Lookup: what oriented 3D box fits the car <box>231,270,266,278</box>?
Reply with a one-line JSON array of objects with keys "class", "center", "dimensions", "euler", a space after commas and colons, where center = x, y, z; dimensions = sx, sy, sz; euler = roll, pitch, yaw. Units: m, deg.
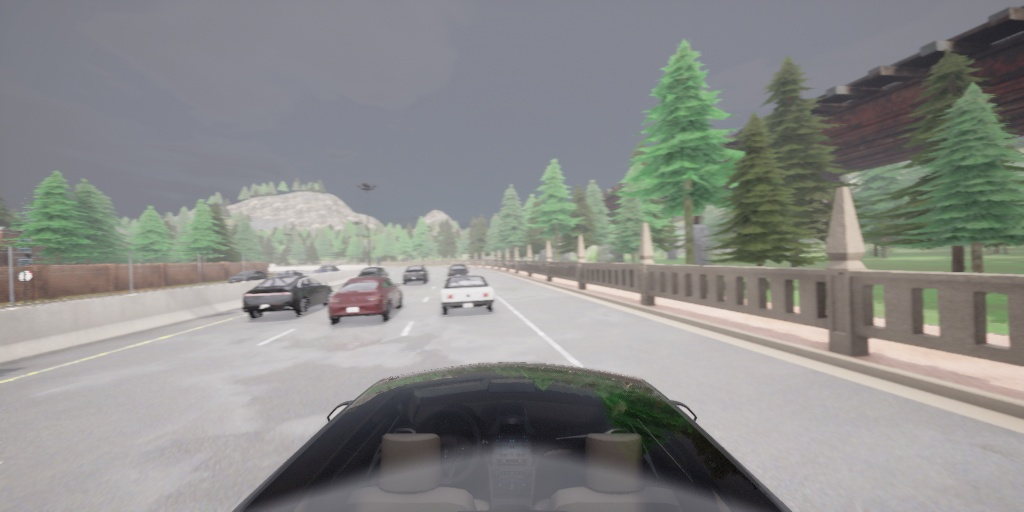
[{"class": "car", "center": [-27.119, 2.253, 37.079], "dimensions": [1.837, 1.490, 4.892], "euler": [-2, 0, -10]}]

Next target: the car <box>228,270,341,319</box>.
[{"class": "car", "center": [-9.016, 1.573, 14.863], "dimensions": [2.128, 1.511, 4.902], "euler": [-2, 0, -9]}]

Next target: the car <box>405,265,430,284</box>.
[{"class": "car", "center": [-8.041, 1.536, 30.340], "dimensions": [2.128, 1.511, 4.902], "euler": [-2, 0, -9]}]

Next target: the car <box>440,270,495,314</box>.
[{"class": "car", "center": [-1.861, 1.418, 14.481], "dimensions": [1.895, 1.301, 4.718], "euler": [-2, 0, -9]}]

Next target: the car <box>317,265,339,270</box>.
[{"class": "car", "center": [-20.478, 1.855, 39.598], "dimensions": [2.097, 1.767, 4.553], "euler": [-2, 0, -10]}]

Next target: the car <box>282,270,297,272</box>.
[{"class": "car", "center": [-23.779, 2.189, 38.273], "dimensions": [1.994, 1.385, 4.181], "euler": [-2, 0, -10]}]

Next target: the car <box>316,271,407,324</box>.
[{"class": "car", "center": [-5.181, 1.466, 13.082], "dimensions": [1.812, 1.442, 4.674], "euler": [-2, 0, -9]}]

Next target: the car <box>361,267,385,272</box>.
[{"class": "car", "center": [-11.542, 1.678, 30.079], "dimensions": [1.837, 1.490, 4.892], "euler": [-2, 0, -9]}]

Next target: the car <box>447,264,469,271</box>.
[{"class": "car", "center": [-4.754, 1.449, 31.924], "dimensions": [1.812, 1.442, 4.674], "euler": [-2, 0, -9]}]
